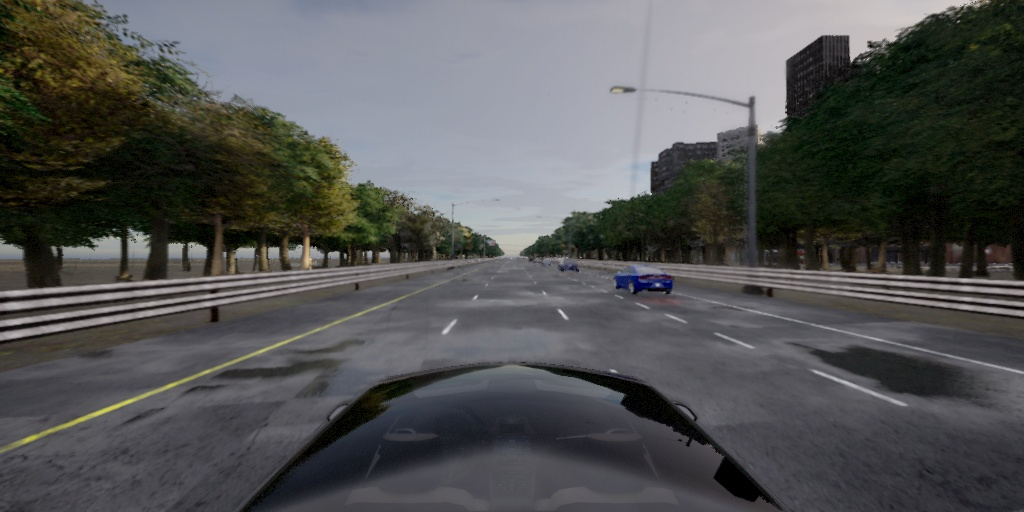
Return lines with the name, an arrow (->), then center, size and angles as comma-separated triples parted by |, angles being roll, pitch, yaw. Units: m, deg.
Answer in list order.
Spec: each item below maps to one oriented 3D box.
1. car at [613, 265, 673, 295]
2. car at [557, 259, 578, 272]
car -> 7.001, 1.235, 19.686 | 1.882, 1.535, 5.008 | 0, 0, 0
car -> 7.018, 1.134, 45.607 | 2.097, 1.767, 4.553 | 0, 0, 0
